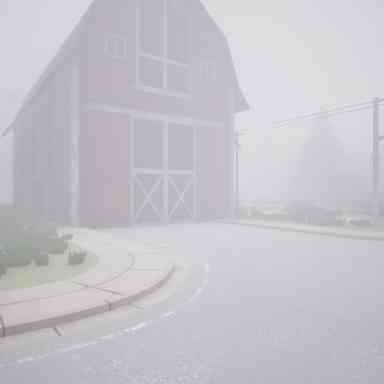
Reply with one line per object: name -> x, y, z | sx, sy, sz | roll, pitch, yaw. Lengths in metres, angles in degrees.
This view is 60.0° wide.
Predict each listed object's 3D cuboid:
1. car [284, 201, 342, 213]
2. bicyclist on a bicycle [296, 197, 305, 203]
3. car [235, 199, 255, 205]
car -> 10.951, 1.574, 30.610 | 2.033, 1.411, 5.357 | 0, 0, -35
bicyclist on a bicycle -> 13.275, 1.322, 40.233 | 1.656, 1.620, 0.582 | 46, -25, -24
car -> 5.520, 1.552, 38.492 | 1.812, 1.442, 4.674 | 0, 0, -34
